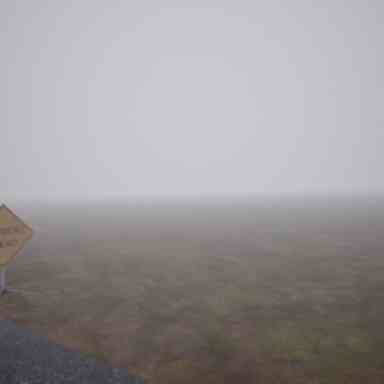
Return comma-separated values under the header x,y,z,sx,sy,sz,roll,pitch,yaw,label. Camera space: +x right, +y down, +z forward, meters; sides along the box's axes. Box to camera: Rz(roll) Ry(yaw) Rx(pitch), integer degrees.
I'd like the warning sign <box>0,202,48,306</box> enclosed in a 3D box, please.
x,y,z,sx,sy,sz,roll,pitch,yaw,label
-3.789,1.163,6.671,1.060,1.860,1.300,-1,0,36,warning sign
